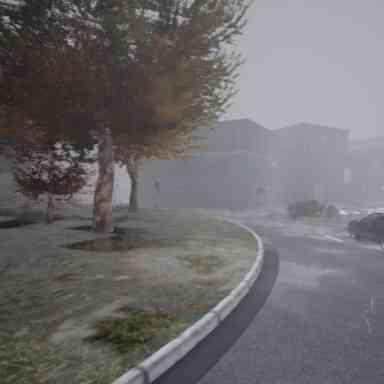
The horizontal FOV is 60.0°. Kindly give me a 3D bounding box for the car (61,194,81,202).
[{"bbox_3d":[-29.675,1.401,81.968,4.553,1.767,2.185,2,-1,-19],"label":"car"}]

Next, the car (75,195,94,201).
[{"bbox_3d":[-29.405,1.675,90.876,4.892,1.521,2.231,2,-1,-18],"label":"car"}]

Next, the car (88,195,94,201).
[{"bbox_3d":[-29.531,1.382,87.891,5.566,2.045,2.435,2,-1,-18],"label":"car"}]

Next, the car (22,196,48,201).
[{"bbox_3d":[-29.992,1.011,64.124,4.892,1.521,2.231,3,-2,-20],"label":"car"}]

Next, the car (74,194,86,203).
[{"bbox_3d":[-19.986,1.288,56.977,1.837,1.490,4.892,2,-2,-7],"label":"car"}]

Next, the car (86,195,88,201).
[{"bbox_3d":[-29.645,1.613,84.915,4.792,1.488,2.163,2,-1,-18],"label":"car"}]

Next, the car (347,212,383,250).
[{"bbox_3d":[8.203,1.528,13.584,2.033,1.411,5.357,3,1,5],"label":"car"}]

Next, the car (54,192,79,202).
[{"bbox_3d":[-29.752,1.207,79.002,5.566,2.045,2.435,2,-2,-19],"label":"car"}]
